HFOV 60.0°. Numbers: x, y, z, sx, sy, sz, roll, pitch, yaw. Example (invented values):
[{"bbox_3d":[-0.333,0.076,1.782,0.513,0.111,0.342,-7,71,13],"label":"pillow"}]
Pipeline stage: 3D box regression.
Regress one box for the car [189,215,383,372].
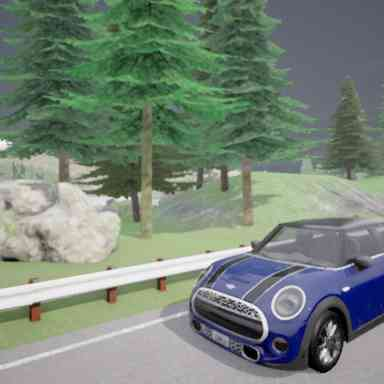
[{"bbox_3d":[2.138,1.273,5.693,4.553,1.767,2.097,-1,1,-38],"label":"car"}]
